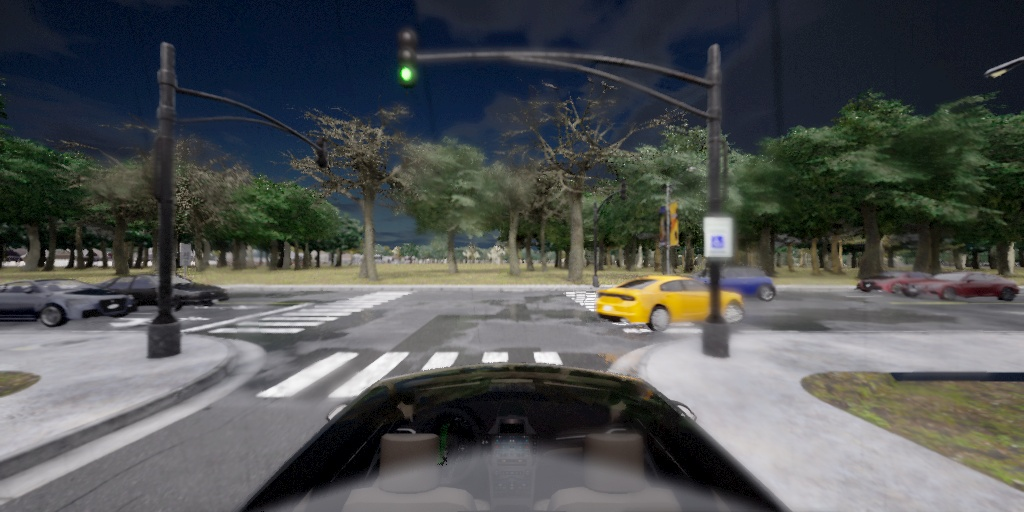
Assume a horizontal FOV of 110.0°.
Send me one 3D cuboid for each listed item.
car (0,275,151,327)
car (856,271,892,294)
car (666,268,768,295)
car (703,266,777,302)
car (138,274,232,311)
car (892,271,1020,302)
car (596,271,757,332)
[{"bbox_3d":[-14.807,1.430,11.535,4.181,1.385,1.994,0,-1,0],"label":"car"},{"bbox_3d":[23.426,1.592,21.580,4.181,1.385,1.994,0,-1,0],"label":"car"},{"bbox_3d":[12.143,1.503,21.545,4.902,1.511,2.128,0,-1,1],"label":"car"},{"bbox_3d":[10.681,1.325,18.301,4.553,1.767,2.097,0,-1,0],"label":"car"},{"bbox_3d":[-14.765,1.451,14.809,5.357,1.411,2.033,0,-1,3],"label":"car"},{"bbox_3d":[22.839,1.515,18.331,4.674,1.442,1.812,0,-1,0],"label":"car"},{"bbox_3d":[5.027,1.364,11.305,5.008,1.535,1.882,0,-3,-23],"label":"car"}]
